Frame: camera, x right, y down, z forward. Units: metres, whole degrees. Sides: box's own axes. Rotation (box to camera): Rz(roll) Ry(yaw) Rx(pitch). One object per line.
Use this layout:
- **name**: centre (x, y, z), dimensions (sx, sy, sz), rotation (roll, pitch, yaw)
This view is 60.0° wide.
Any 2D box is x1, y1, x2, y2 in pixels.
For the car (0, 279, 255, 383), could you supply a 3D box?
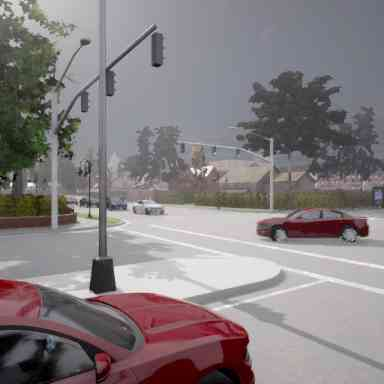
- **car**: centre (-1.684, 1.478, 2.567), dimensions (5.008, 1.535, 1.882), rotation (0, 0, -35)

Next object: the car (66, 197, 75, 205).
- **car**: centre (-21.012, 1.564, 57.108), dimensions (1.994, 1.385, 4.181), rotation (0, 0, -34)

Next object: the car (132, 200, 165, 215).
- **car**: centre (-4.613, 1.526, 34.387), dimensions (1.812, 1.442, 4.674), rotation (0, 0, -35)

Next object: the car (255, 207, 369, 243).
- **car**: centre (5.491, 1.478, 15.503), dimensions (5.008, 1.535, 1.882), rotation (0, -1, 3)

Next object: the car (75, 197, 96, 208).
- **car**: centre (-15.214, 1.505, 49.045), dimensions (1.837, 1.490, 4.892), rotation (0, 0, -36)

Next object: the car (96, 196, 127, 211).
- **car**: centre (-9.820, 1.352, 41.591), dimensions (2.097, 1.767, 4.553), rotation (0, 0, -36)
